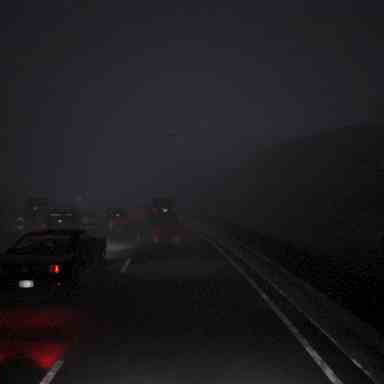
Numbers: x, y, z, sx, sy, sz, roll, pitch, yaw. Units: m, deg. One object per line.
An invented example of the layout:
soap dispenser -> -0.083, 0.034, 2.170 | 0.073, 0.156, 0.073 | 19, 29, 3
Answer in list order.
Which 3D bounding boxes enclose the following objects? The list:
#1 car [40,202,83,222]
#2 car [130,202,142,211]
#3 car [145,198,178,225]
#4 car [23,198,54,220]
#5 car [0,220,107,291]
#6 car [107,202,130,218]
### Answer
car -> -9.192, 1.745, 24.263 | 2.128, 1.511, 4.902 | 0, -1, -12
car -> -8.715, 2.065, 48.643 | 1.895, 1.301, 4.718 | 0, -1, -21
car -> -2.491, 1.469, 26.913 | 2.150, 2.045, 5.566 | 0, 0, -11
car -> -14.556, 1.564, 31.947 | 2.150, 2.045, 5.566 | 0, -1, -15
car -> -3.693, 1.700, 9.341 | 1.895, 1.301, 4.718 | 0, 0, -4
car -> -7.669, 1.931, 33.909 | 1.895, 1.301, 4.718 | 0, -1, -15
